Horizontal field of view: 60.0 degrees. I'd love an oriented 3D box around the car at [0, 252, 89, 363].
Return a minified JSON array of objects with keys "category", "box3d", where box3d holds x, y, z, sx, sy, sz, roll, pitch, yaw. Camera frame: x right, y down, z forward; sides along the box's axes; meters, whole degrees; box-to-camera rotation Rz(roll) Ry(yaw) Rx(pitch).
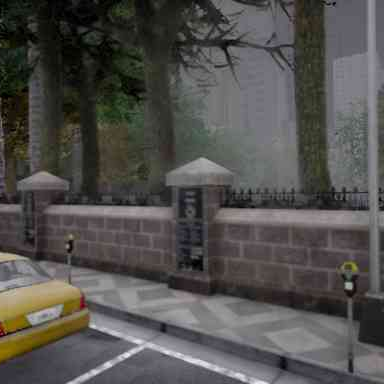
[{"category":"car","box3d":[-3.787,1.596,5.679,4.829,1.417,1.752,-1,0,36]}]
